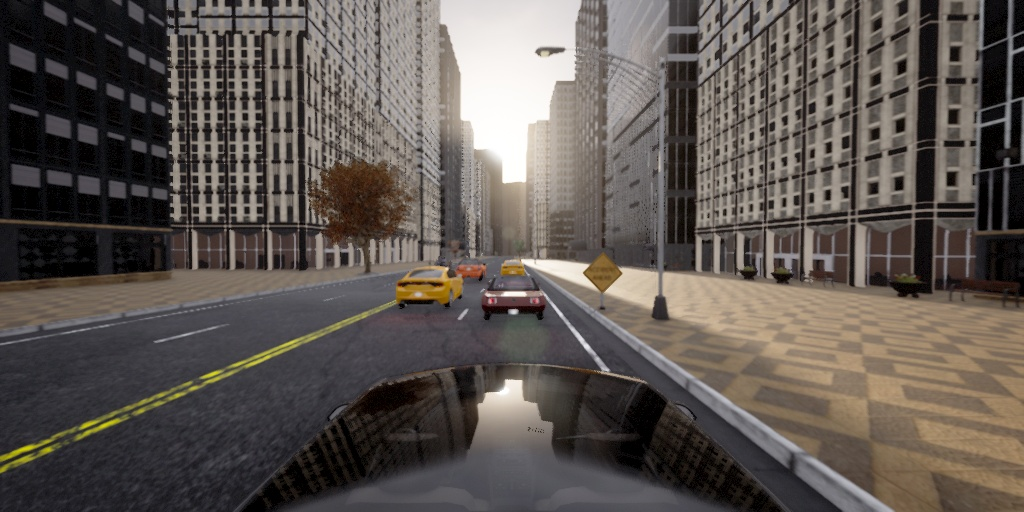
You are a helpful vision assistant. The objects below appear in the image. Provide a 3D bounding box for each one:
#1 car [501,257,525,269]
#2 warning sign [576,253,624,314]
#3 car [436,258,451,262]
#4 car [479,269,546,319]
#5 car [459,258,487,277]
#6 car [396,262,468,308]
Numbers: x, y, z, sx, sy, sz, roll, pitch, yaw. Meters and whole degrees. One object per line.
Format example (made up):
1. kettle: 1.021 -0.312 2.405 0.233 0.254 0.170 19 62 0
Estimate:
1. car: 0.076 1.082 31.018 1.882 1.535 5.008 0 1 0
2. warning sign: 2.848 0.817 11.386 1.300 1.860 1.060 0 0 0
3. car: -9.835 1.051 51.315 2.033 1.411 5.357 0 0 0
4. car: 0.062 1.297 12.471 1.895 1.301 4.718 0 0 0
5. car: -3.184 0.967 28.579 2.097 1.767 4.553 0 0 0
6. car: -3.176 1.163 14.677 1.882 1.535 5.008 0 0 0
